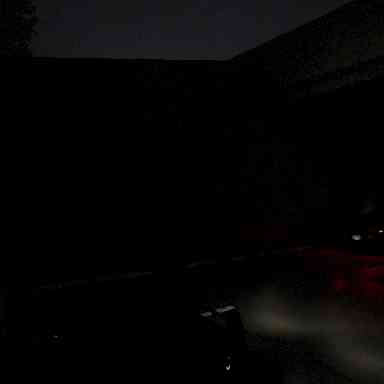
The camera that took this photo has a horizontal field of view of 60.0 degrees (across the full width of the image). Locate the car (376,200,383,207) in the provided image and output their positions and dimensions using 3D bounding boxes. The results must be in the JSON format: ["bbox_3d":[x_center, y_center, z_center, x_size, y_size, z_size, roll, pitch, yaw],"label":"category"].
[{"bbox_3d":[20.654,1.600,35.670,4.181,1.385,1.994,0,0,-35],"label":"car"}]

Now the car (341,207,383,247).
[{"bbox_3d":[8.027,1.533,13.765,4.674,1.442,1.812,0,0,-36],"label":"car"}]

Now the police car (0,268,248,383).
[{"bbox_3d":[-1.760,1.425,2.485,5.238,1.638,1.930,0,0,-36],"label":"police car"}]
